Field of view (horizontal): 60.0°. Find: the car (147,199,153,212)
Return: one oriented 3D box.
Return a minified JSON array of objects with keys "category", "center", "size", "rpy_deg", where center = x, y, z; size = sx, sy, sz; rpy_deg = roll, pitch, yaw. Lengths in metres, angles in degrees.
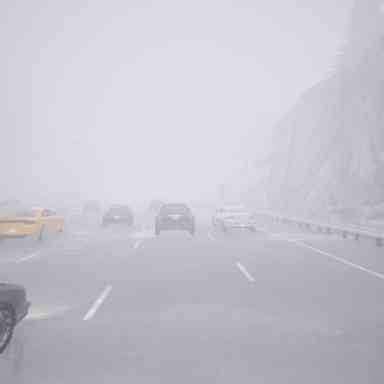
[{"category":"car","center":[-3.979,1.489,37.854],"size":[1.837,1.490,4.892],"rpy_deg":[0,0,-11]}]

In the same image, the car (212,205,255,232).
[{"category":"car","center":[2.409,1.508,19.722],"size":[1.812,1.442,4.674],"rpy_deg":[0,0,-6]}]

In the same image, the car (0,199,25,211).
[{"category":"car","center":[-23.047,1.586,42.509],"size":[1.994,1.385,4.181],"rpy_deg":[0,0,-13]}]

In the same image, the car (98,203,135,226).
[{"category":"car","center":[-5.094,1.559,23.495],"size":[1.994,1.385,4.181],"rpy_deg":[0,0,-7]}]

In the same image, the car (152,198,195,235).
[{"category":"car","center":[-1.053,1.342,19.064],"size":[2.097,1.767,4.553],"rpy_deg":[0,0,-5]}]

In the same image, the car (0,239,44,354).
[{"category":"car","center":[-3.485,1.553,2.919],"size":[2.033,1.411,5.357],"rpy_deg":[0,0,-1]}]

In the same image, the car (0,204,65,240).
[{"category":"car","center":[-7.818,1.483,16.528],"size":[1.882,1.535,5.008],"rpy_deg":[0,0,-5]}]

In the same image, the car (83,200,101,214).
[{"category":"car","center":[-10.745,1.547,36.225],"size":[2.033,1.411,5.357],"rpy_deg":[0,0,-12]}]
